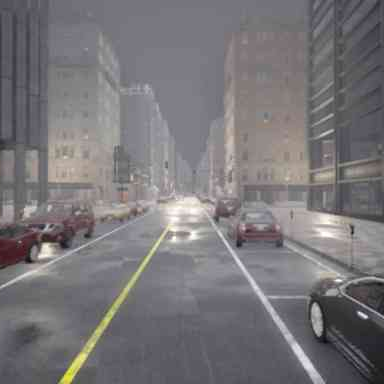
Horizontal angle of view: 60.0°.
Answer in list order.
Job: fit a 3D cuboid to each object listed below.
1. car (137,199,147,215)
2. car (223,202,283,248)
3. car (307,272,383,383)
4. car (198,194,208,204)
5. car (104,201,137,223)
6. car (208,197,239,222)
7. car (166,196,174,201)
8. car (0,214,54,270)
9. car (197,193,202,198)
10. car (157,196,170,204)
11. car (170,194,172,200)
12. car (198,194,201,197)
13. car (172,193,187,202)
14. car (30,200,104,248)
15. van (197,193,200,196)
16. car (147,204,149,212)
[{"bbox_3d":[-5.835,1.549,31.796,1.887,1.381,4.507,1,0,0],"label":"car"},{"bbox_3d":[2.684,1.442,14.910,1.967,1.590,4.097,1,0,0],"label":"car"},{"bbox_3d":[2.678,1.551,3.661,2.008,1.369,4.403,1,0,0],"label":"car"},{"bbox_3d":[2.706,1.593,64.427,1.802,1.307,4.206,1,0,0],"label":"car"},{"bbox_3d":[-5.837,1.529,26.002,1.752,1.417,4.829,1,0,0],"label":"car"},{"bbox_3d":[2.691,1.318,26.159,2.192,1.841,5.009,1,0,0],"label":"car"},{"bbox_3d":[-5.809,1.601,87.132,1.802,1.307,4.206,1,0,0],"label":"car"},{"bbox_3d":[-5.845,1.546,9.297,1.887,1.381,4.507,1,0,0],"label":"car"},{"bbox_3d":[2.711,1.597,75.774,1.802,1.307,4.206,1,0,0],"label":"car"},{"bbox_3d":[-5.820,1.556,64.441,1.887,1.381,4.507,1,0,0],"label":"car"},{"bbox_3d":[-5.817,1.558,70.114,1.887,1.381,4.507,1,0,0],"label":"car"},{"bbox_3d":[2.708,1.595,70.101,1.802,1.307,4.206,1,0,0],"label":"car"},{"bbox_3d":[-2.962,1.242,79.411,2.150,2.045,5.566,0,0,0],"label":"car"},{"bbox_3d":[-5.840,1.317,14.923,2.192,1.841,5.009,1,0,0],"label":"car"},{"bbox_3d":[2.716,1.358,81.448,1.690,1.788,3.998,1,0,0],"label":"van"},{"bbox_3d":[-5.832,1.531,37.251,1.752,1.417,4.829,1,0,0],"label":"car"}]
